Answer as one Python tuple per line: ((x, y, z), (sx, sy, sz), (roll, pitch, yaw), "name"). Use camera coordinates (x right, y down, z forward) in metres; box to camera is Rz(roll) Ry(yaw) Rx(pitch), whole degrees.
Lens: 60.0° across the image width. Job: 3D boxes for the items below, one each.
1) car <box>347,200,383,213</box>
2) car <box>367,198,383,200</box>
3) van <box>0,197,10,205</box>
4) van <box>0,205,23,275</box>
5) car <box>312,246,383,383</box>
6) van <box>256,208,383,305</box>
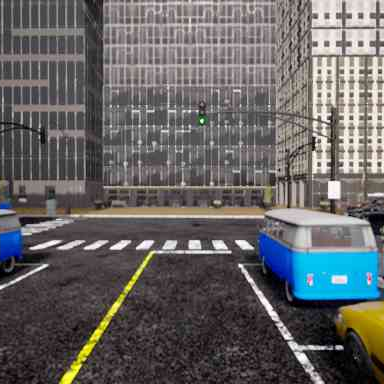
((13.799, 1.598, 24.627), (4.902, 1.511, 2.128), (0, 1, 0), "car")
((15.224, 1.398, 27.219), (5.009, 1.841, 2.192), (0, 0, 0), "car")
((-17.166, 1.260, 27.395), (3.998, 1.788, 1.690), (0, 0, 0), "van")
((-5.707, 1.357, 7.906), (1.690, 1.788, 3.998), (-1, 0, 0), "van")
((2.679, 1.530, 2.450), (1.752, 1.417, 4.829), (-1, 0, 0), "car")
((2.673, 1.357, 7.882), (1.690, 1.788, 3.998), (-1, 0, 0), "van")
